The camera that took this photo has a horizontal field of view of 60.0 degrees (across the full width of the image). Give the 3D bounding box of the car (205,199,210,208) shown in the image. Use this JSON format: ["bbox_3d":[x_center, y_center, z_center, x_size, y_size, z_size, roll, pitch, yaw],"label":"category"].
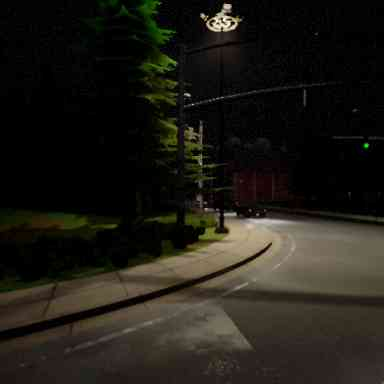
[{"bbox_3d":[2.591,1.657,52.939,2.097,1.767,4.553,0,0,-10],"label":"car"}]

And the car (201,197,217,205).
[{"bbox_3d":[3.437,1.890,68.741,2.128,1.511,4.902,0,0,-11],"label":"car"}]

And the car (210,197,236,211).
[{"bbox_3d":[4.248,1.471,42.776,2.150,2.045,5.566,0,0,-9],"label":"car"}]

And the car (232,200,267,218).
[{"bbox_3d":[5.735,1.796,32.832,1.895,1.301,4.718,0,0,-8],"label":"car"}]
